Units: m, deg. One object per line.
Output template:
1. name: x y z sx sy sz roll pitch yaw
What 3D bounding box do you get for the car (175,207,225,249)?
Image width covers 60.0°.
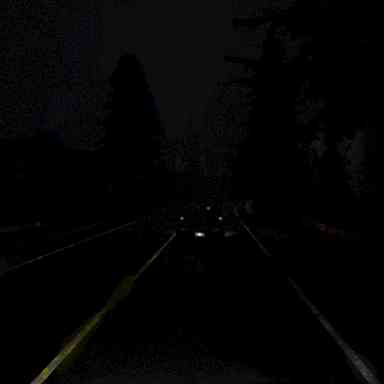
1. car: 0.391 1.578 14.550 1.994 1.385 4.181 0 0 3

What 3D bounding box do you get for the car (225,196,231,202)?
1. car: 7.579 1.568 76.594 2.033 1.411 5.357 0 0 23

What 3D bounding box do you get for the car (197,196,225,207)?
1. car: 1.567 1.379 29.379 2.097 1.767 4.553 0 0 6
